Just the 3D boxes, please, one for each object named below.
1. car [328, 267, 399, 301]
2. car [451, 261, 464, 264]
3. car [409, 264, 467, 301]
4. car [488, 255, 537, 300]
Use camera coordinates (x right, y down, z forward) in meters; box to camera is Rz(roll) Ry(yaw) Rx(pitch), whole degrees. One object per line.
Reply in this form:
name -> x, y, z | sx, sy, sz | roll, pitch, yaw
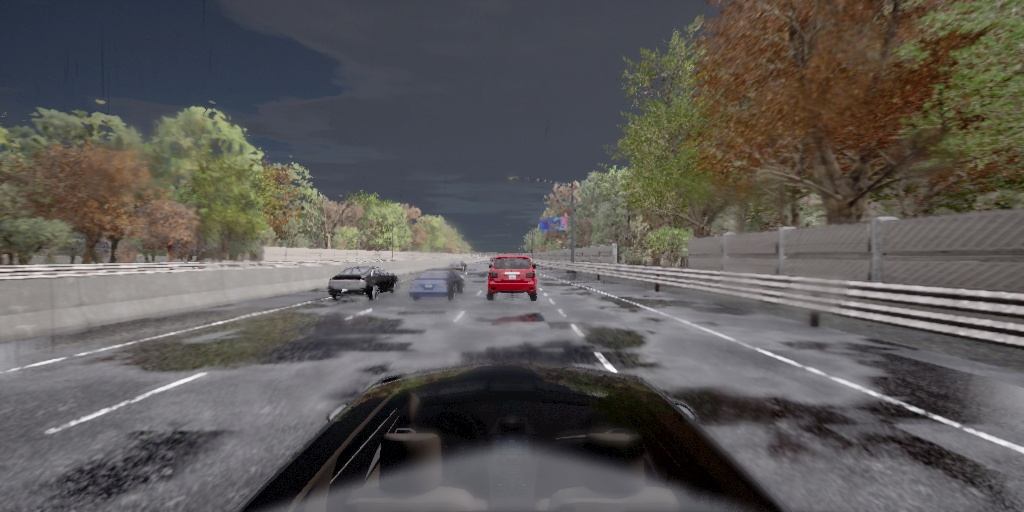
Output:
car -> -6.992, 1.251, 17.390 | 2.128, 1.511, 4.902 | 0, 0, 0
car -> -6.974, 1.323, 46.609 | 2.033, 1.411, 5.357 | 0, 0, 0
car -> -3.489, 1.306, 17.484 | 2.033, 1.411, 5.357 | 0, 0, 0
car -> 0.009, 0.981, 17.713 | 2.150, 2.045, 5.566 | 0, 0, 0
